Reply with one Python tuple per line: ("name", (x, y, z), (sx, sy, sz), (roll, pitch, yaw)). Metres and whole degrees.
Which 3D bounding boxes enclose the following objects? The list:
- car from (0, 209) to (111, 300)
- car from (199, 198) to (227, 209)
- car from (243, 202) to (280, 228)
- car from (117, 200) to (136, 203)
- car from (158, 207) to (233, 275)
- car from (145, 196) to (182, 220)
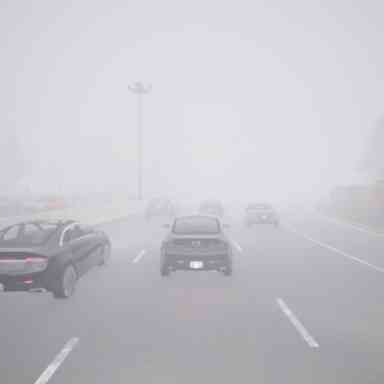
("car", (-3.389, 1.413, 8.182), (2.128, 1.511, 4.902), (0, 1, 0))
("car", (1.760, 1.216, 27.487), (1.882, 1.535, 5.008), (0, 1, 10))
("car", (4.200, 1.352, 20.547), (2.033, 1.411, 5.357), (0, 1, 6))
("car", (-6.727, 1.184, 38.355), (2.033, 1.411, 5.357), (0, 1, 16))
("car", (0.141, 1.408, 10.074), (1.837, 1.490, 4.892), (0, 0, 1))
("car", (-2.074, 1.108, 25.670), (2.097, 1.767, 4.553), (0, 1, 8))
